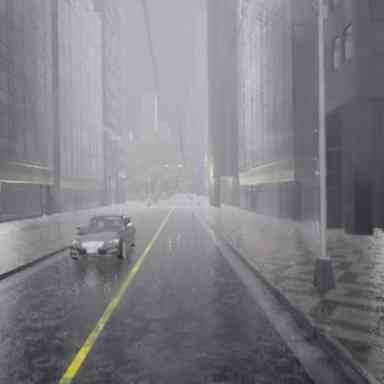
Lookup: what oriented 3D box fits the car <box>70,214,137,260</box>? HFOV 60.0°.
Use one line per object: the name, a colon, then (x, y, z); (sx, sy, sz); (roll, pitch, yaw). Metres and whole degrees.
car: (-3.358, 1.672, 13.335); (2.128, 1.511, 4.902); (-1, 0, -2)
